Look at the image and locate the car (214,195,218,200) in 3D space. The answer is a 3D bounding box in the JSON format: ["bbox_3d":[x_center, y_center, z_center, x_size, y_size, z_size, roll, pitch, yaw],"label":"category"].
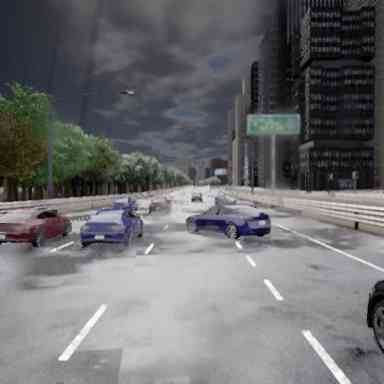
[{"bbox_3d":[4.147,1.155,46.826,2.033,1.411,5.357,0,1,1],"label":"car"}]

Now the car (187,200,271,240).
[{"bbox_3d":[1.682,1.386,16.537,2.163,1.488,4.792,0,1,-37],"label":"car"}]

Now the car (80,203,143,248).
[{"bbox_3d":[-3.252,1.427,14.082,1.812,1.442,4.674,0,0,1],"label":"car"}]

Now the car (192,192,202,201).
[{"bbox_3d":[0.881,1.005,57.672,1.812,1.442,4.674,0,1,2],"label":"car"}]

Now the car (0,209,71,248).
[{"bbox_3d":[-6.752,1.426,14.160,1.812,1.442,4.674,0,0,1],"label":"car"}]

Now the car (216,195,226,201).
[{"bbox_3d":[3.954,1.318,35.887,1.895,1.301,4.718,0,1,1],"label":"car"}]

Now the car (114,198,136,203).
[{"bbox_3d":[-6.505,1.277,32.105,1.812,1.442,4.674,0,1,1],"label":"car"}]

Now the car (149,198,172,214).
[{"bbox_3d":[-3.006,1.279,32.012,1.812,1.442,4.674,0,1,1],"label":"car"}]

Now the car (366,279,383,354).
[{"bbox_3d":[3.526,1.411,2.945,2.033,1.649,4.856,0,0,1],"label":"car"}]

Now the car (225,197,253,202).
[{"bbox_3d":[3.786,1.319,24.887,1.837,1.490,4.892,0,0,1],"label":"car"}]

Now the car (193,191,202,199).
[{"bbox_3d":[1.301,0.680,76.561,1.882,1.535,5.008,0,1,1],"label":"car"}]
